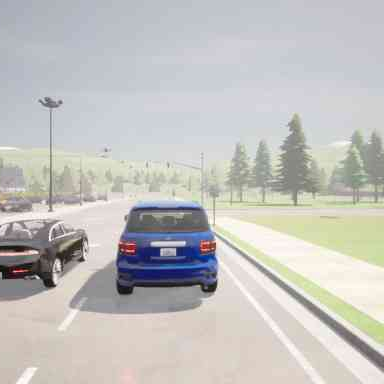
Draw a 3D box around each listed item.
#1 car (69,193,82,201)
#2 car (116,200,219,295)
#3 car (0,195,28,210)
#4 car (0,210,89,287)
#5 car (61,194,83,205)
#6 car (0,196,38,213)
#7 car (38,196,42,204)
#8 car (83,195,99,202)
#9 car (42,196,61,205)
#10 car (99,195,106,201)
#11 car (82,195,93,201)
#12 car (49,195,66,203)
[{"bbox_3d":[-30.898,1.173,88.395,2.150,2.045,5.566,0,0,-5],"label":"car"},{"bbox_3d":[-0.675,1.223,8.942,2.150,2.045,5.566,0,0,-5],"label":"car"},{"bbox_3d":[-23.589,1.354,43.792,2.097,1.767,4.553,0,0,-4],"label":"car"},{"bbox_3d":[-4.209,1.492,9.190,2.128,1.511,4.902,0,0,-5],"label":"car"},{"bbox_3d":[-21.454,1.529,59.703,1.812,1.442,4.674,0,0,-4],"label":"car"},{"bbox_3d":[-19.097,1.493,36.448,2.128,1.511,4.902,0,0,-7],"label":"car"},{"bbox_3d":[-28.466,1.506,59.769,1.837,1.490,4.892,0,1,-4],"label":"car"},{"bbox_3d":[-22.564,1.482,73.214,1.882,1.535,5.008,0,0,-5],"label":"car"},{"bbox_3d":[-25.030,1.508,60.585,1.837,1.490,4.892,0,0,-5],"label":"car"},{"bbox_3d":[-23.793,1.530,87.485,1.994,1.385,4.181,0,0,-5],"label":"car"},{"bbox_3d":[-27.248,1.538,86.810,1.994,1.385,4.181,0,0,-5],"label":"car"},{"bbox_3d":[-29.608,1.530,73.419,2.128,1.511,4.902,0,0,-5],"label":"car"}]
